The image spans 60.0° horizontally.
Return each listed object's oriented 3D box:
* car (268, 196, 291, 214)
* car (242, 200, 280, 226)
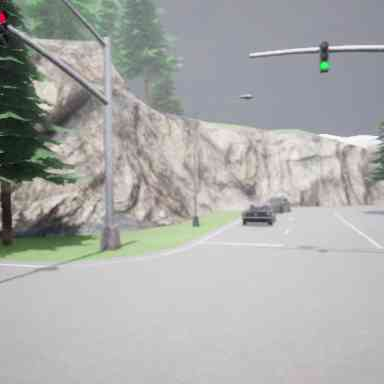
[{"bbox_3d":[8.056,1.207,31.583,1.837,1.490,4.892,-1,1,30],"label":"car"},{"bbox_3d":[4.523,1.412,22.125,1.895,1.301,4.718,-1,0,18],"label":"car"}]
